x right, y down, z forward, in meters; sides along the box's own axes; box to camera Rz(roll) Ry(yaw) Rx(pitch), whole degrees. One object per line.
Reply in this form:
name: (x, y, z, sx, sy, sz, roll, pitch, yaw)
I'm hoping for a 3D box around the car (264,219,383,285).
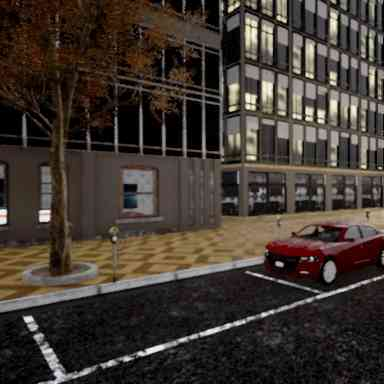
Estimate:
car: (3.959, 1.494, 9.372, 4.507, 1.381, 1.887, 0, 0, -35)
